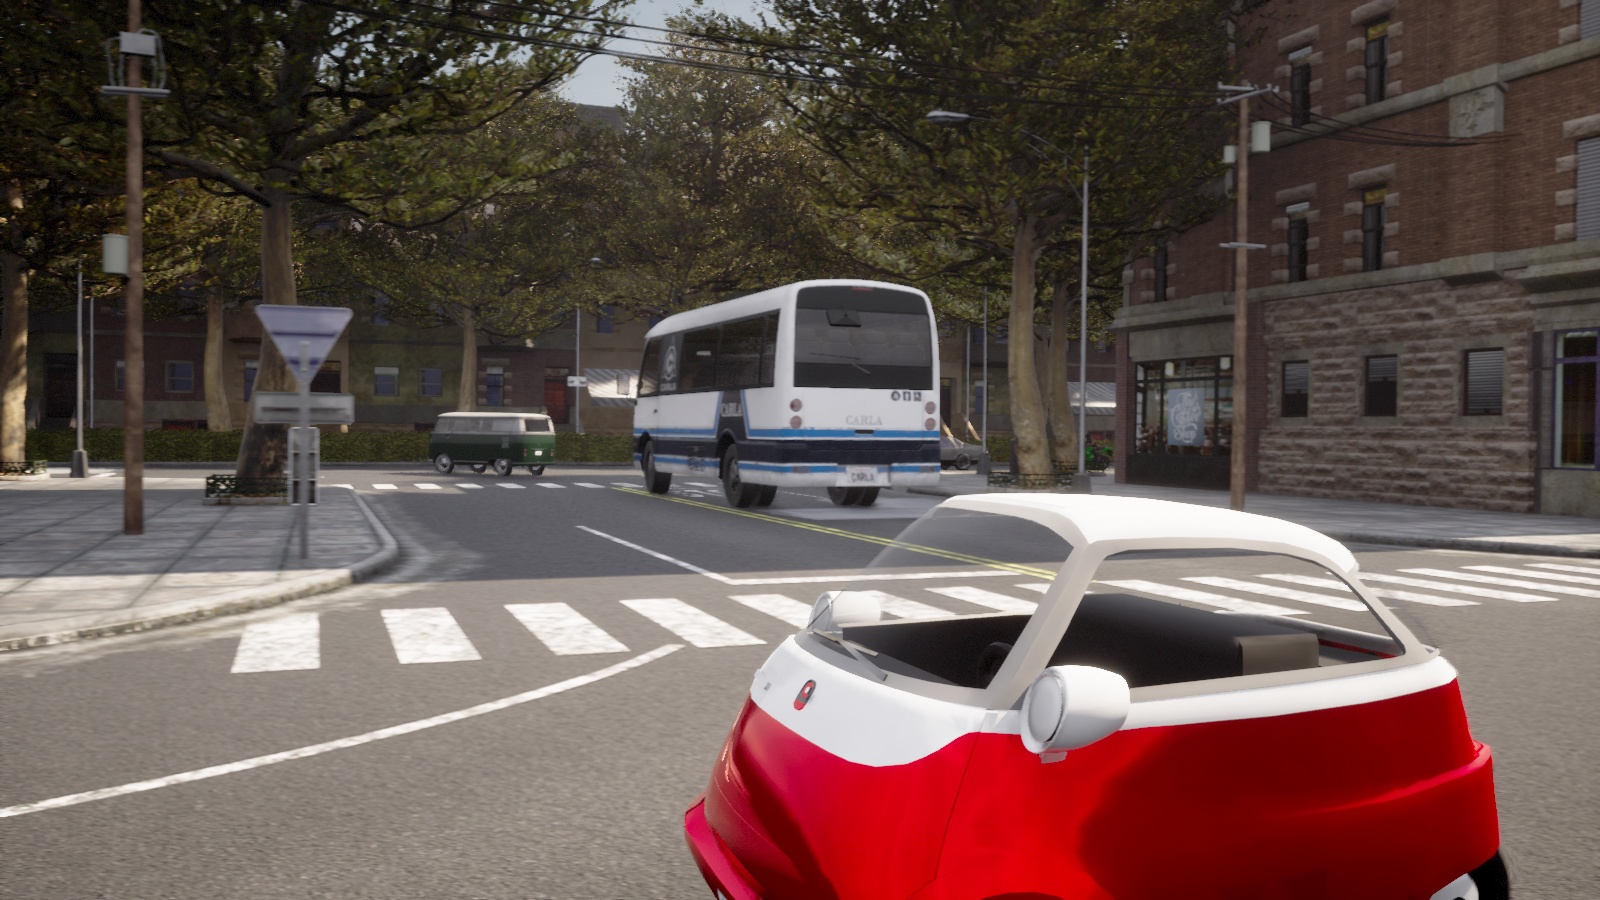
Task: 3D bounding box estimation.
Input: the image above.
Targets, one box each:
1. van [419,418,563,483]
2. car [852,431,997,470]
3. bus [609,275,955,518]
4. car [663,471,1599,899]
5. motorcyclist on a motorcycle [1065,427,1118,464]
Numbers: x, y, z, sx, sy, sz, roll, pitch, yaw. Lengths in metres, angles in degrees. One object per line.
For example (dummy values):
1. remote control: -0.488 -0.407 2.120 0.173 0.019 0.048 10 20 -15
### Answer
1. van: -9.861 0.007 39.983 4.442 1.987 1.775 0 1 31
2. car: 4.904 -0.012 49.514 5.357 1.411 2.033 -1 1 -21
3. bus: -0.937 -1.015 27.487 3.944 4.253 10.273 -1 1 -23
4. car: 0.876 0.785 3.572 2.207 1.376 1.481 -1 1 -21
5. motorcyclist on a motorcycle: 12.126 -0.200 52.268 2.044 1.523 0.797 -1 1 -21
